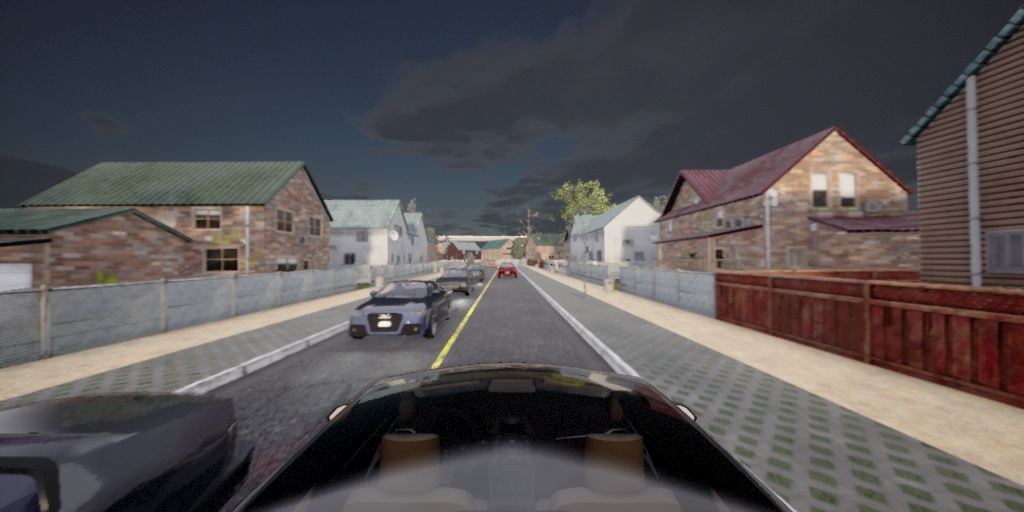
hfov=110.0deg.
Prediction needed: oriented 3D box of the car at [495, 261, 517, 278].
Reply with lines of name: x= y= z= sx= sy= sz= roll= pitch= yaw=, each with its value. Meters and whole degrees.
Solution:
car: x=-0.469 y=1.412 z=36.450 sx=1.882 sy=1.535 sz=5.008 roll=0 pitch=0 yaw=-1

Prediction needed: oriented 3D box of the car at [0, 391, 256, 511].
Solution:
car: x=-2.780 y=1.313 z=0.250 sx=2.033 sy=1.411 sz=5.357 roll=0 pitch=0 yaw=-1

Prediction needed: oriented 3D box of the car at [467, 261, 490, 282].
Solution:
car: x=-3.277 y=1.420 z=30.685 sx=2.128 sy=1.511 sz=4.902 roll=0 pitch=0 yaw=-1

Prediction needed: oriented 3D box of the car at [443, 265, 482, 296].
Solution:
car: x=-3.136 y=1.426 z=20.653 sx=2.033 sy=1.411 sz=5.357 roll=0 pitch=0 yaw=-1

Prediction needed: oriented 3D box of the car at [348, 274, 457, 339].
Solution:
car: x=-2.952 y=1.386 z=10.244 sx=1.994 sy=1.385 sz=4.181 roll=0 pitch=0 yaw=-1
